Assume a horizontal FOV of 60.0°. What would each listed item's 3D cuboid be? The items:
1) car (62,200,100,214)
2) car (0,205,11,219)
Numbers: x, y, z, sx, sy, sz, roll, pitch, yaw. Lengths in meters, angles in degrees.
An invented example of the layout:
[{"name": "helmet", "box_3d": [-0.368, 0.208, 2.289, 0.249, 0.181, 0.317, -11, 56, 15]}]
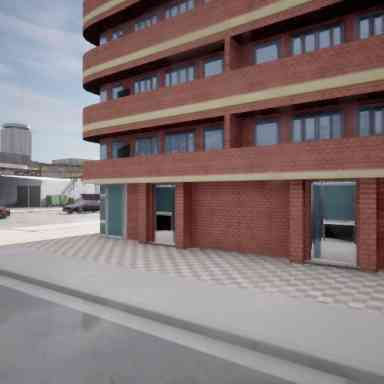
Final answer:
[{"name": "car", "box_3d": [-11.122, 1.547, 35.589, 2.033, 1.411, 5.357, 0, 0, 34]}, {"name": "car", "box_3d": [-17.076, 1.564, 26.926, 1.994, 1.385, 4.181, 0, 0, 34]}]
